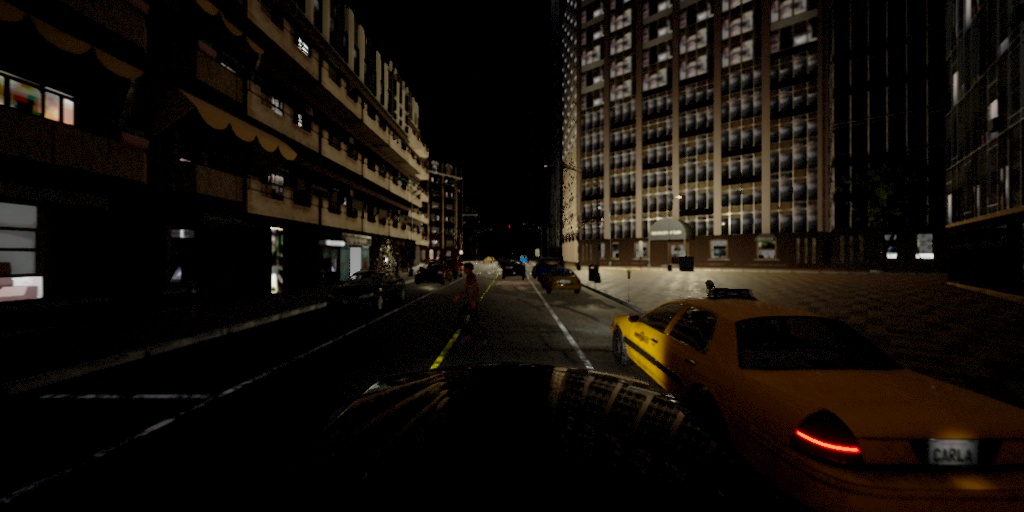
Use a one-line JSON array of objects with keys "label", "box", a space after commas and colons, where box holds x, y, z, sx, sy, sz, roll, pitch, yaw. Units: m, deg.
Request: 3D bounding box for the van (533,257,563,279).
[{"label": "van", "box": [2.566, 0.956, 24.680, 1.690, 1.789, 3.998, 0, 0, 0]}]

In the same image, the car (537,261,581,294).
[{"label": "car", "box": [2.566, 1.171, 19.317, 1.751, 1.417, 4.829, 0, 0, 0]}]

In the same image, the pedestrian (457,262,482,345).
[{"label": "pedestrian", "box": [-0.922, 1.006, 7.797, 0.375, 1.860, 0.375, 0, 0, 0]}]

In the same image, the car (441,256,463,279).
[{"label": "car", "box": [-5.315, 0.901, 30.210, 2.192, 1.841, 5.009, 0, 0, 0]}]

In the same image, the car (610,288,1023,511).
[{"label": "car", "box": [2.750, 1.186, 4.799, 1.801, 1.575, 5.366, 0, 0, 0]}]

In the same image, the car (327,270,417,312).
[{"label": "car", "box": [-5.315, 1.227, 13.604, 2.007, 1.370, 4.403, 0, 0, 0]}]

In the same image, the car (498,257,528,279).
[{"label": "car", "box": [0.109, 1.079, 29.713, 2.128, 1.511, 4.902, 0, 0, -2]}]

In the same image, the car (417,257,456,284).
[{"label": "car", "box": [-5.315, 1.055, 24.675, 1.967, 1.591, 4.097, 0, 0, 0]}]
